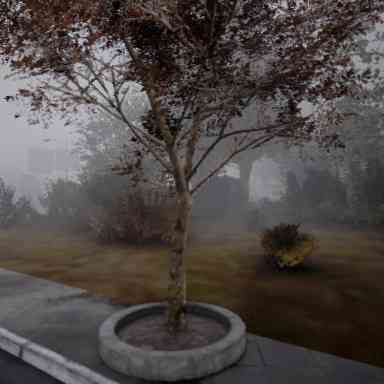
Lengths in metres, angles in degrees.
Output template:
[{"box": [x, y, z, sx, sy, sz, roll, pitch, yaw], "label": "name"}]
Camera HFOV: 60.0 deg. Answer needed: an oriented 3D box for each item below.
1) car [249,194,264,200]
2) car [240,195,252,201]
[{"box": [17.452, 1.580, 88.171, 1.837, 1.490, 4.892, 0, 0, 32], "label": "car"}, {"box": [14.697, 1.634, 90.364, 1.994, 1.385, 4.181, 0, 0, 32], "label": "car"}]
